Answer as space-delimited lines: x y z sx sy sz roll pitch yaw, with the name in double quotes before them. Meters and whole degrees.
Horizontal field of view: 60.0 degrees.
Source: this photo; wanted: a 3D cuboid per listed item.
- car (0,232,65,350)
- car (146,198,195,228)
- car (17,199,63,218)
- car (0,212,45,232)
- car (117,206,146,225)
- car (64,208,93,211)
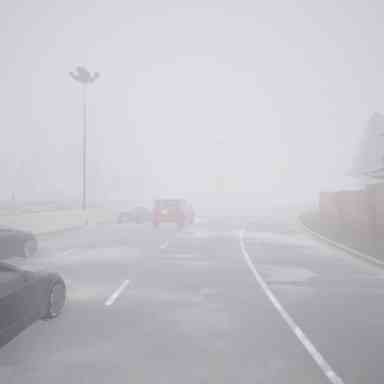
"car" -3.379 1.575 4.530 1.812 1.442 4.674 0 -1 1
"car" -1.294 1.486 24.808 2.150 2.045 5.566 0 -1 12
"car" -16.501 1.738 36.393 2.097 1.767 4.553 0 -1 17
"car" -6.673 1.602 10.276 2.128 1.511 4.902 0 -1 3
"car" -4.435 1.809 26.625 1.812 1.442 4.674 0 -1 12
"car" -10.388 1.871 32.441 1.812 1.442 4.674 0 -1 16
